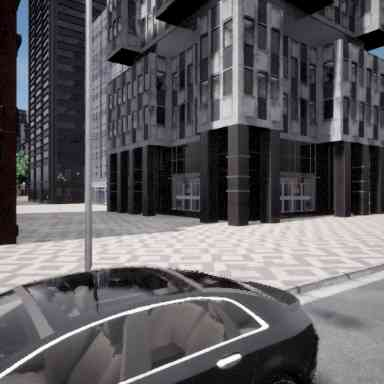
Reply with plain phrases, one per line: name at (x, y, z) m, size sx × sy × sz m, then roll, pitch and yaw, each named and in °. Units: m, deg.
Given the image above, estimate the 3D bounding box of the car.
car at (-0.965, 1.505, 2.692) m, size 4.892 × 1.490 × 1.837 m, roll 0°, pitch 0°, yaw -35°
